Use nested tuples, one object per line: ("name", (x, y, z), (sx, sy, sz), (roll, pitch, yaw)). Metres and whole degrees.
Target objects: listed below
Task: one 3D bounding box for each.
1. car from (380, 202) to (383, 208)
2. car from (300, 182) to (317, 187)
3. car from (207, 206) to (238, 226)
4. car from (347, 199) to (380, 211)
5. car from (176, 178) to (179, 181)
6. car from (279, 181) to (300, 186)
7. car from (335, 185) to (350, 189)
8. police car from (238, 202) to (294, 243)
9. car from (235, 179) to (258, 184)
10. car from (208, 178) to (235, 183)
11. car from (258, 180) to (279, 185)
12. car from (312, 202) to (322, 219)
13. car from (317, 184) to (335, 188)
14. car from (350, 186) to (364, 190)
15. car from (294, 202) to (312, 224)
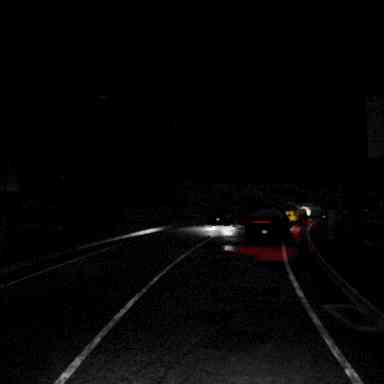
("car", (32.209, 2.139, 54.443), (4.674, 1.442, 1.812), (0, -4, -26))
("car", (25.977, -1.546, 77.238), (4.553, 1.767, 2.185), (2, -5, -25))
("car", (2.673, 1.751, 25.149), (1.994, 1.385, 4.181), (-2, -2, 26))
("car", (22.921, 1.669, 44.935), (4.553, 1.767, 2.097), (0, -4, -37))
("car", (-4.560, -2.535, 64.573), (4.553, 1.767, 2.185), (2, -5, -21))
("car", (20.969, -1.619, 74.903), (5.008, 1.535, 2.097), (2, -5, -24))
("car", (36.009, -0.950, 82.291), (4.674, 1.452, 2.002), (3, -5, -27))
("police car", (3.768, 1.435, 16.215), (1.930, 1.638, 5.238), (-1, -1, 18))
("car", (10.767, -1.986, 70.556), (4.892, 1.521, 2.231), (2, -5, -21))
("car", (5.630, -2.136, 68.542), (4.892, 1.521, 2.231), (2, -5, -21))
("car", (15.891, -1.770, 72.672), (4.674, 1.452, 2.002), (2, -5, -23))
("car", (10.302, 1.633, 29.873), (1.812, 1.442, 4.674), (-3, -2, 33))
("car", (31.110, -1.175, 79.758), (4.792, 1.488, 2.163), (2, -5, -26))
("car", (40.766, -0.768, 84.886), (4.892, 1.521, 2.231), (3, -5, -29))
("car", (7.497, 1.521, 25.096), (1.801, 1.575, 5.366), (-2, -1, 27))
